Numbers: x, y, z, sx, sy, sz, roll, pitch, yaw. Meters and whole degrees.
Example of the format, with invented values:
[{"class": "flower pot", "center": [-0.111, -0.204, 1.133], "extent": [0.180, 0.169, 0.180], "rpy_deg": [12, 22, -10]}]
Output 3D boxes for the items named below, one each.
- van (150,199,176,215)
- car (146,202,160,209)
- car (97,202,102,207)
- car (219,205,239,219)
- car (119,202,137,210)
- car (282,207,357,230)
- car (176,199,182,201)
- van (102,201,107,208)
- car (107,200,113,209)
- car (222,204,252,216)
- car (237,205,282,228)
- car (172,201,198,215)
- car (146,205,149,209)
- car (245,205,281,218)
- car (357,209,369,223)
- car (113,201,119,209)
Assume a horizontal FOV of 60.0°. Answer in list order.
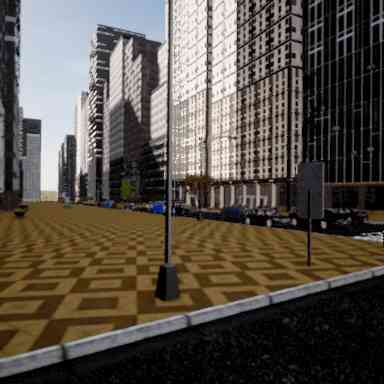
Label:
[{"class": "van", "center": [-4.065, 2.155, 45.924], "extent": [1.690, 1.788, 3.998], "rpy_deg": [0, -1, -26]}, {"class": "car", "center": [-8.748, 3.042, 74.884], "extent": [1.802, 1.307, 4.206], "rpy_deg": [0, -1, -26]}, {"class": "car", "center": [-23.633, 3.250, 86.432], "extent": [1.887, 1.381, 4.507], "rpy_deg": [0, -1, -26]}, {"class": "car", "center": [4.757, 2.109, 33.647], "extent": [2.033, 1.411, 5.357], "rpy_deg": [1, -1, -26]}, {"class": "car", "center": [-11.402, 2.693, 61.112], "extent": [2.008, 1.369, 4.403], "rpy_deg": [0, -1, -26]}, {"class": "car", "center": [9.198, 1.875, 24.431], "extent": [1.837, 1.490, 4.892], "rpy_deg": [1, -1, -25]}, {"class": "car", "center": [-3.255, 2.298, 57.604], "extent": [2.150, 2.045, 5.566], "rpy_deg": [1, -1, -26]}, {"class": "van", "center": [-18.743, 2.820, 76.307], "extent": [1.690, 1.788, 3.998], "rpy_deg": [0, -1, -26]}, {"class": "car", "center": [-16.295, 2.910, 71.241], "extent": [1.887, 1.381, 4.507], "rpy_deg": [0, -1, -26]}, {"class": "car", "center": [5.930, 2.367, 44.499], "extent": [1.947, 1.339, 4.313], "rpy_deg": [0, -1, -26]}, {"class": "car", "center": [5.724, 1.940, 25.663], "extent": [2.008, 1.369, 4.403], "rpy_deg": [0, -1, -26]}, {"class": "car", "center": [-0.942, 2.316, 45.477], "extent": [1.837, 1.490, 4.892], "rpy_deg": [1, -2, -26]}, {"class": "car", "center": [-7.855, 2.885, 67.101], "extent": [1.895, 1.301, 4.718], "rpy_deg": [1, -1, -26]}, {"class": "car", "center": [8.377, 2.261, 39.435], "extent": [1.947, 1.339, 4.313], "rpy_deg": [0, -1, -26]}, {"class": "car", "center": [13.270, 2.035, 29.307], "extent": [2.008, 1.369, 4.403], "rpy_deg": [0, -1, -26]}, {"class": "car", "center": [-13.775, 2.775, 66.024], "extent": [1.752, 1.417, 4.829], "rpy_deg": [0, -1, -26]}]
